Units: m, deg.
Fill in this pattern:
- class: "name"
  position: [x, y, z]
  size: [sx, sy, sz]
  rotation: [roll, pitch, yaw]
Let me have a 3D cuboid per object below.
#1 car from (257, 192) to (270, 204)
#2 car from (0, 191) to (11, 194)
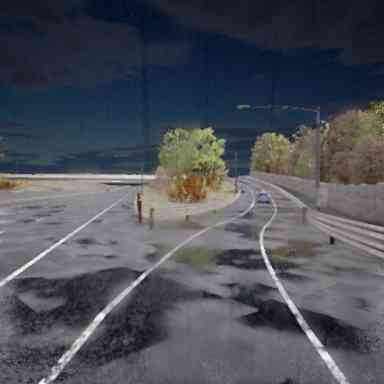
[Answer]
- class: "car"
  position: [12.491, 1.223, 58.035]
  size: [1.994, 1.385, 4.181]
  rotation: [1, 3, 11]
- class: "car"
  position: [-31.785, 0.653, 56.253]
  size: [1.837, 1.490, 4.892]
  rotation: [0, 1, -9]
